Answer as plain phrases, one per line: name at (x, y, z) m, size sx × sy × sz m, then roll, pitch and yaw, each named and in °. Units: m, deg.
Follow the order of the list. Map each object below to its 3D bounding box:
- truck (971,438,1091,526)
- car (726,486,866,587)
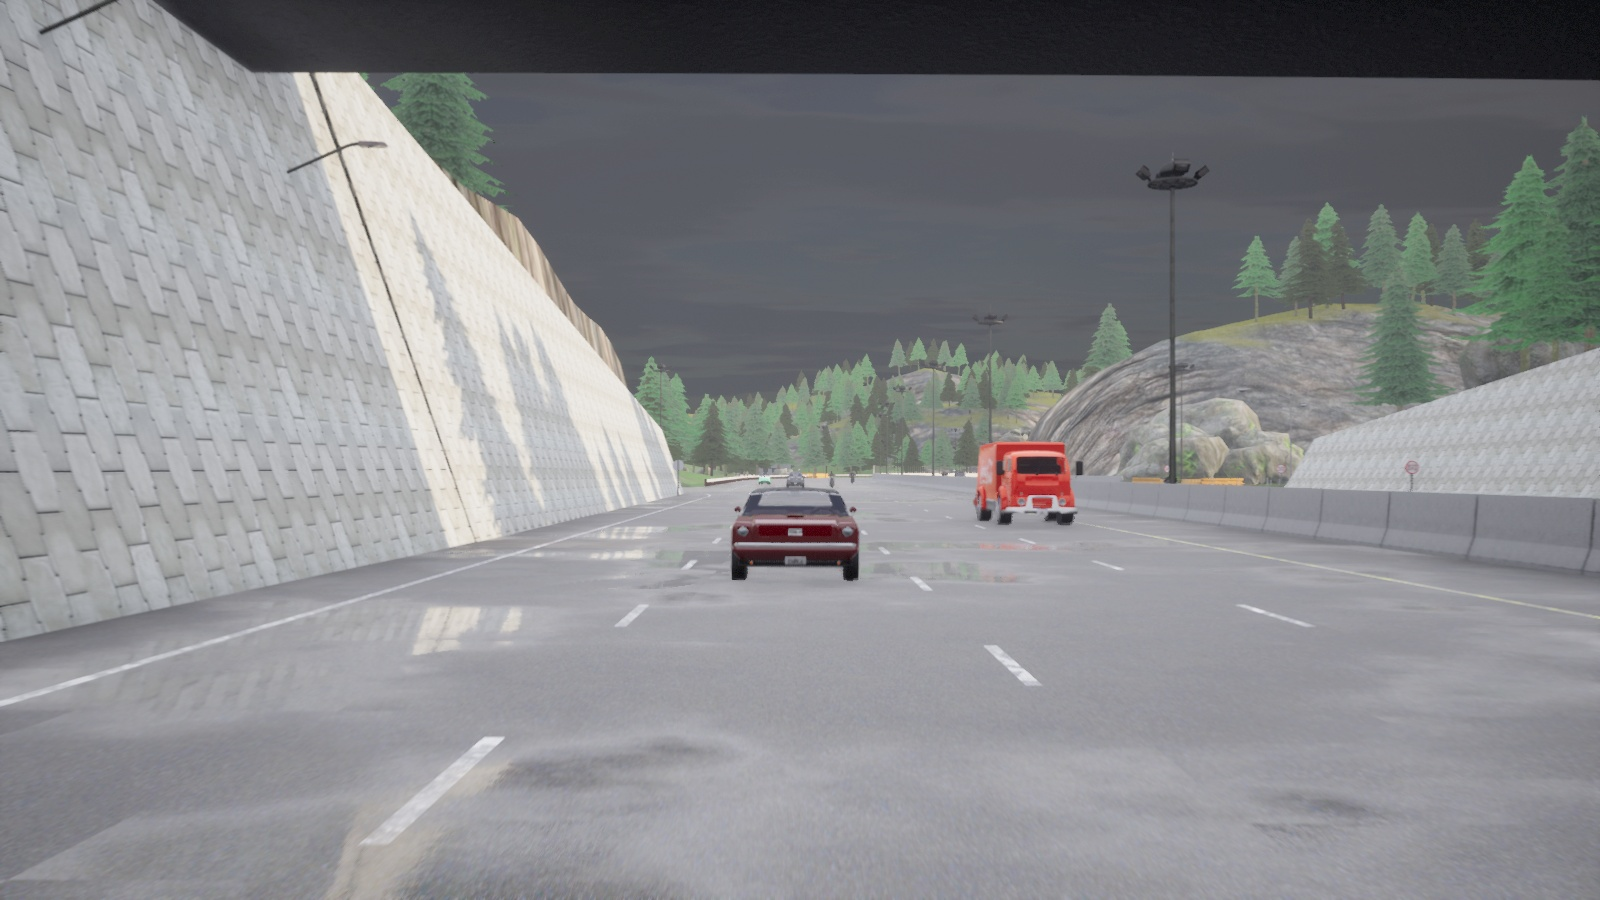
truck at (6.872, 0.938, 38.060) m, size 2.627 × 2.467 × 5.204 m, roll 0°, pitch -1°, yaw 0°
car at (-0.062, 1.239, 19.361) m, size 1.895 × 1.301 × 4.718 m, roll 0°, pitch -1°, yaw 0°
